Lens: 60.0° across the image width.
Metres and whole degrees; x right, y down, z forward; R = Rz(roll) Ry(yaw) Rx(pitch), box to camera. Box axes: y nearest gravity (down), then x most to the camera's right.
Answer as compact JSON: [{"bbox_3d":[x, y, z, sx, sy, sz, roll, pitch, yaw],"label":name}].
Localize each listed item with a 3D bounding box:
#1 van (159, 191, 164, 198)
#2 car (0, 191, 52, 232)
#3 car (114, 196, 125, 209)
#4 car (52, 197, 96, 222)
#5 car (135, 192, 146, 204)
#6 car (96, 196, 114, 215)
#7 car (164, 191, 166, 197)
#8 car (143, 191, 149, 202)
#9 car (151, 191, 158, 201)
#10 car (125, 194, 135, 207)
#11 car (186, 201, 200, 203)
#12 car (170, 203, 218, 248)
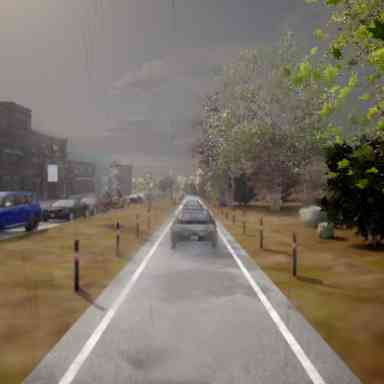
[{"bbox_3d":[-9.070,0.771,85.024,1.878,1.987,4.442,0,0,2],"label":"van"},{"bbox_3d":[-8.983,1.006,15.191,2.435,2.045,5.566,0,0,2],"label":"car"},{"bbox_3d":[-9.006,1.210,35.243,2.097,1.535,5.008,0,0,2],"label":"car"},{"bbox_3d":[-8.993,1.243,24.145,2.097,1.535,5.008,0,0,2],"label":"car"},{"bbox_3d":[-9.026,1.118,51.877,2.097,1.535,5.008,0,0,2],"label":"car"},{"bbox_3d":[-8.999,1.237,29.687,2.231,1.521,4.892,0,1,2],"label":"car"},{"bbox_3d":[-9.072,0.956,90.710,2.231,1.521,4.892,0,-1,-2],"label":"car"},{"bbox_3d":[-9.033,1.081,57.425,2.097,1.535,5.008,0,0,2],"label":"car"},{"bbox_3d":[-9.044,0.820,67.308,2.435,2.045,5.566,0,0,1],"label":"car"},{"bbox_3d":[-9.021,1.163,41.624,1.946,1.575,5.366,0,0,2],"label":"car"},{"bbox_3d":[0.089,1.482,30.381,1.994,1.385,4.181,0,0,0],"label":"car"},{"bbox_3d":[0.088,1.473,14.704,2.128,1.511,4.902,0,0,0],"label":"car"}]
